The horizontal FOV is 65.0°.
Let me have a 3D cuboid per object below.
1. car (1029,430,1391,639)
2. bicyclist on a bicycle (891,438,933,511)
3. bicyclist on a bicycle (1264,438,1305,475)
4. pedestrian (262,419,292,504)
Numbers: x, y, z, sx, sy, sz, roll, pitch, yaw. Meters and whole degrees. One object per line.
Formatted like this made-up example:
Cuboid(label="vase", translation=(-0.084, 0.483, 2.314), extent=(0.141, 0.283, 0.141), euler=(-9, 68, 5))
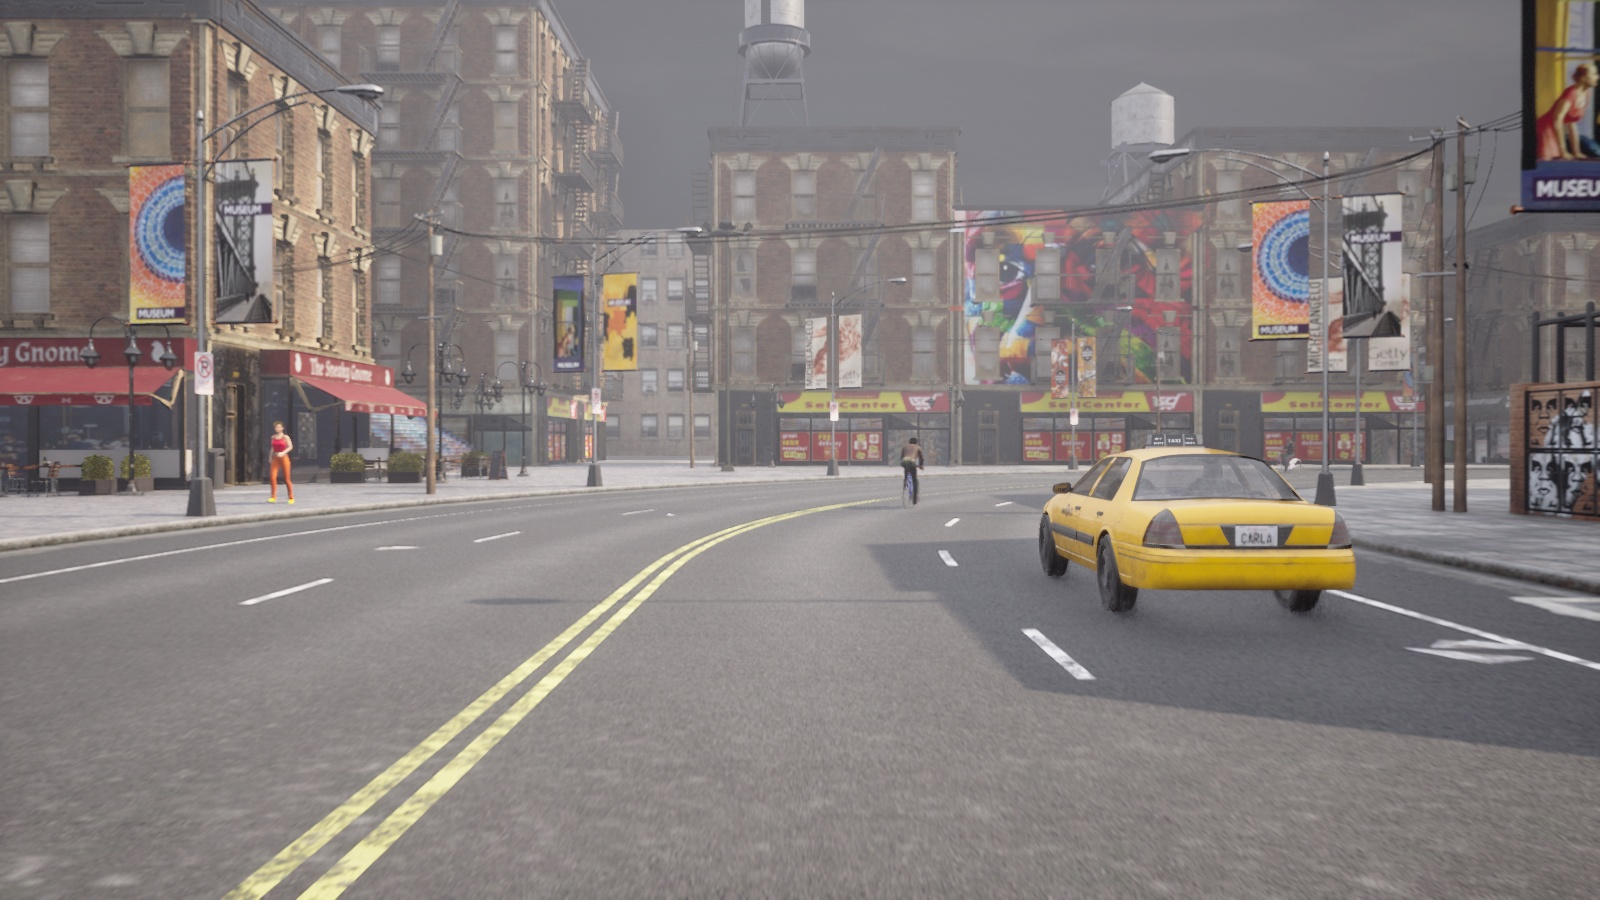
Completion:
Cuboid(label="car", translation=(3.582, 0.620, 12.162), extent=(1.801, 1.575, 5.366), euler=(0, 0, 1))
Cuboid(label="bicyclist on a bicycle", translation=(2.579, 0.539, 28.762), extent=(0.582, 1.620, 1.656), euler=(0, 0, 18))
Cuboid(label="bicyclist on a bicycle", translation=(23.460, 0.293, 60.842), extent=(1.843, 1.776, 0.659), euler=(0, 1, -19))
Cuboid(label="pedestrian", translation=(-11.357, 0.240, 27.275), extent=(0.345, 1.836, 0.594), euler=(0, 0, 7))
